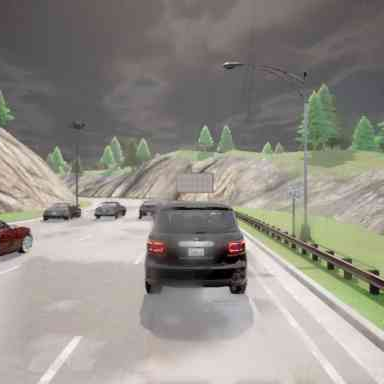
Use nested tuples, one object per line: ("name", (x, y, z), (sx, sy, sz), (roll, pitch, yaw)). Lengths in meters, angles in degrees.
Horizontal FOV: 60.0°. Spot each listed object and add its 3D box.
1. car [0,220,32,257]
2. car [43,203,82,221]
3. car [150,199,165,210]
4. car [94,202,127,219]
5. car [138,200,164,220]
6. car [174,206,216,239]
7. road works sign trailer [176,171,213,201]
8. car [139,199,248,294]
("car", (-6.911, 1.478, 10.459), (1.882, 1.535, 5.008), (0, 0, 0))
("car", (-10.477, 1.564, 27.221), (1.994, 1.385, 4.181), (0, 0, -1))
("car", (-4.578, 1.601, 44.060), (1.895, 1.301, 4.718), (0, 0, -7))
("car", (-6.987, 1.548, 28.892), (2.033, 1.411, 5.357), (0, 0, 0))
("car", (-3.509, 1.502, 29.171), (1.837, 1.490, 4.892), (0, -1, -1))
("car", (0.120, 1.558, 18.125), (1.994, 1.385, 4.181), (0, 0, -1))
("road works sign trailer", (0.190, 0.464, 21.622), (2.380, 3.560, 2.880), (0, 0, 0))
("car", (0.088, 1.221, 8.909), (2.150, 2.045, 5.566), (0, 0, 0))
